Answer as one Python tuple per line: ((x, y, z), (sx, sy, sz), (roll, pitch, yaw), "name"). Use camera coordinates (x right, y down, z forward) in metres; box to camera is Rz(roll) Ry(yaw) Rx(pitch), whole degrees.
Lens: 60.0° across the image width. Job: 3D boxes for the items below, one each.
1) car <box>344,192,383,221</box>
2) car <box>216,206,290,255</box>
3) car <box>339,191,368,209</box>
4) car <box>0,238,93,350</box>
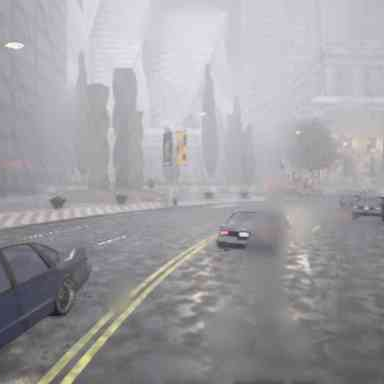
((11.541, 0.937, 20.899), (2.033, 1.411, 5.357), (1, 2, 39), "car")
((2.350, 1.193, 11.827), (2.033, 1.411, 5.357), (1, 2, 20), "car")
((14.368, 0.666, 28.272), (4.902, 1.511, 2.128), (-1, 2, -39), "car")
((-3.156, 1.407, 4.361), (2.033, 1.411, 5.357), (0, 2, 7), "car")
